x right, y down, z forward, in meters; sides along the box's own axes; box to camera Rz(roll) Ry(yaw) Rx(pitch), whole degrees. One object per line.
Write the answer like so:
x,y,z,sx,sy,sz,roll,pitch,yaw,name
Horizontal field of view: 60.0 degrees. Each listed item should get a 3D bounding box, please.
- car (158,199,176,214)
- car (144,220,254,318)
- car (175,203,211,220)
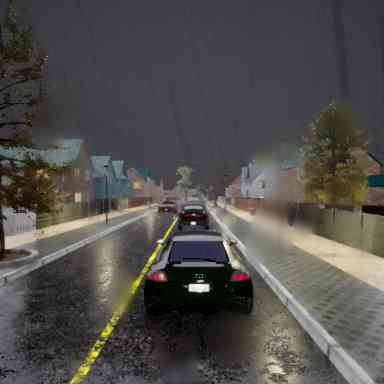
-2.581,1.553,36.355,1.882,1.535,5.008,0,-1,1,car
0.117,1.563,7.537,1.994,1.385,4.181,0,0,0,car
0.108,1.522,21.214,1.837,1.490,4.892,0,0,1,car
